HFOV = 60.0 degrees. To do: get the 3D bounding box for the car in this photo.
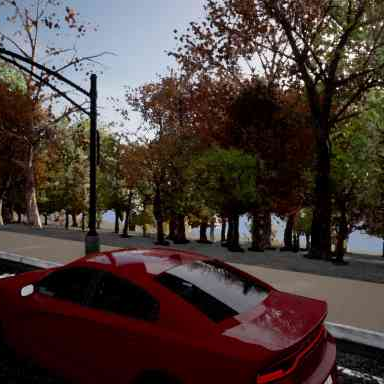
[{"bbox_3d":[-0.859,1.477,4.289,5.008,1.535,1.882,0,0,35],"label":"car"}]
